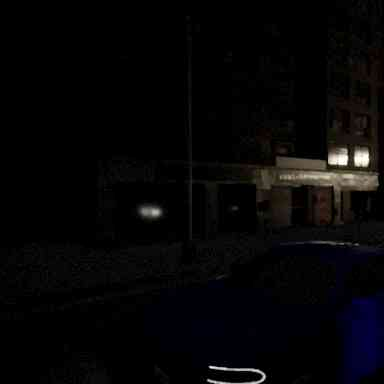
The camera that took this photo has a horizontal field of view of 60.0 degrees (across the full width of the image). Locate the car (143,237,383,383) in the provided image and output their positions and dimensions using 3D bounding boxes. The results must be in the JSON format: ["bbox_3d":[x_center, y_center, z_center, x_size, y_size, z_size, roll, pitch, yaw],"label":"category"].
[{"bbox_3d":[1.742,1.466,4.616,5.008,1.535,1.882,0,0,-36],"label":"car"}]
